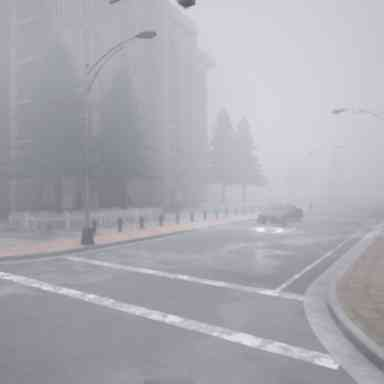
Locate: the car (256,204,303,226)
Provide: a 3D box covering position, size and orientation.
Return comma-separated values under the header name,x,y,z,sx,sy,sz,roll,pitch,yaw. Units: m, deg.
name,x,y,z,sx,sy,sz,roll,pitch,yaw
car,6.417,1.566,23.779,2.033,1.411,5.357,0,0,34
